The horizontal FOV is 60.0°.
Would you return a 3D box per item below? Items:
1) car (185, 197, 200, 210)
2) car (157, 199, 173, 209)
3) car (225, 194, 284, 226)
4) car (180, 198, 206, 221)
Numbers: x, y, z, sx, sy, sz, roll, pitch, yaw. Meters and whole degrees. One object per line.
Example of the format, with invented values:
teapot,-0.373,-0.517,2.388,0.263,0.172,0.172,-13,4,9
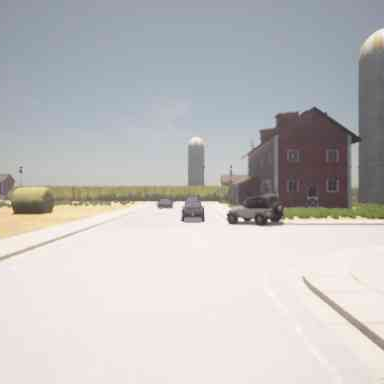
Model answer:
car,0.077,1.516,44.768,1.837,1.490,4.892,0,0,0
car,-3.600,1.575,45.163,1.994,1.385,4.181,0,0,0
car,4.156,1.149,22.094,1.905,1.878,3.866,-8,3,-42
car,0.079,1.499,27.356,2.128,1.511,4.902,0,0,0
